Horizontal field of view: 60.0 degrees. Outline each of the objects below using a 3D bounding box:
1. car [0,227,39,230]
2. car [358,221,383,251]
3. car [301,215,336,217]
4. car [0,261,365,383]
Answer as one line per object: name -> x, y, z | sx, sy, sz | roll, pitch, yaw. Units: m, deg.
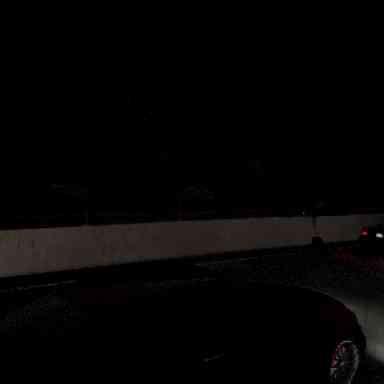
car -> -9.332, 1.501, 14.415 | 4.718, 1.301, 1.895 | 0, 0, -34
car -> 8.907, 1.617, 12.915 | 5.357, 1.411, 2.033 | 1, 0, -26
car -> 11.840, 1.609, 30.026 | 4.674, 1.442, 1.812 | 1, 0, -25
car -> -0.085, 1.519, 3.566 | 4.674, 1.442, 1.812 | 0, 0, -34
